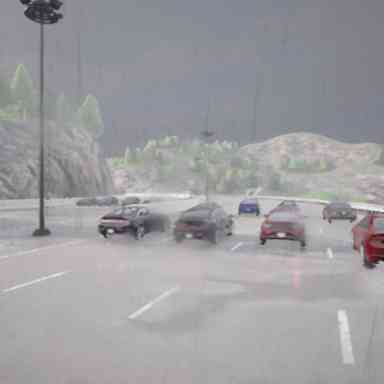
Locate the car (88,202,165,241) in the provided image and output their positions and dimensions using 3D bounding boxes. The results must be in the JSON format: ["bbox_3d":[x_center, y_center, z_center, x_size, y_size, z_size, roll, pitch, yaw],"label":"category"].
[{"bbox_3d":[-2.674,1.458,16.566,2.128,1.511,4.902,0,0,20],"label":"car"}]

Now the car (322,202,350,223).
[{"bbox_3d":[10.976,1.485,24.925,2.033,1.411,5.357,0,0,16],"label":"car"}]

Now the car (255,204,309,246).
[{"bbox_3d":[4.239,1.490,15.114,1.812,1.442,4.674,0,0,19],"label":"car"}]

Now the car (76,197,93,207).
[{"bbox_3d":[-15.619,1.453,50.617,2.033,1.411,5.357,0,0,10],"label":"car"}]

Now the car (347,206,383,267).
[{"bbox_3d":[6.467,1.449,10.941,1.882,1.535,5.008,0,0,20],"label":"car"}]

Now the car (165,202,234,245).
[{"bbox_3d":[0.691,1.473,15.585,1.837,1.490,4.892,0,1,19],"label":"car"}]

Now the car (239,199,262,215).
[{"bbox_3d":[5.643,1.405,32.058,1.882,1.535,5.008,0,0,14],"label":"car"}]

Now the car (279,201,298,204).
[{"bbox_3d":[8.738,1.493,30.057,1.994,1.385,4.181,0,0,15],"label":"car"}]

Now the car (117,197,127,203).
[{"bbox_3d":[-8.851,1.408,48.809,1.837,1.490,4.892,0,0,10],"label":"car"}]

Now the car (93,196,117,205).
[{"bbox_3d":[-12.323,1.411,49.264,1.837,1.490,4.892,0,0,10],"label":"car"}]

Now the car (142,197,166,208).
[{"bbox_3d":[-5.419,1.450,48.004,2.033,1.411,5.357,0,0,10],"label":"car"}]
